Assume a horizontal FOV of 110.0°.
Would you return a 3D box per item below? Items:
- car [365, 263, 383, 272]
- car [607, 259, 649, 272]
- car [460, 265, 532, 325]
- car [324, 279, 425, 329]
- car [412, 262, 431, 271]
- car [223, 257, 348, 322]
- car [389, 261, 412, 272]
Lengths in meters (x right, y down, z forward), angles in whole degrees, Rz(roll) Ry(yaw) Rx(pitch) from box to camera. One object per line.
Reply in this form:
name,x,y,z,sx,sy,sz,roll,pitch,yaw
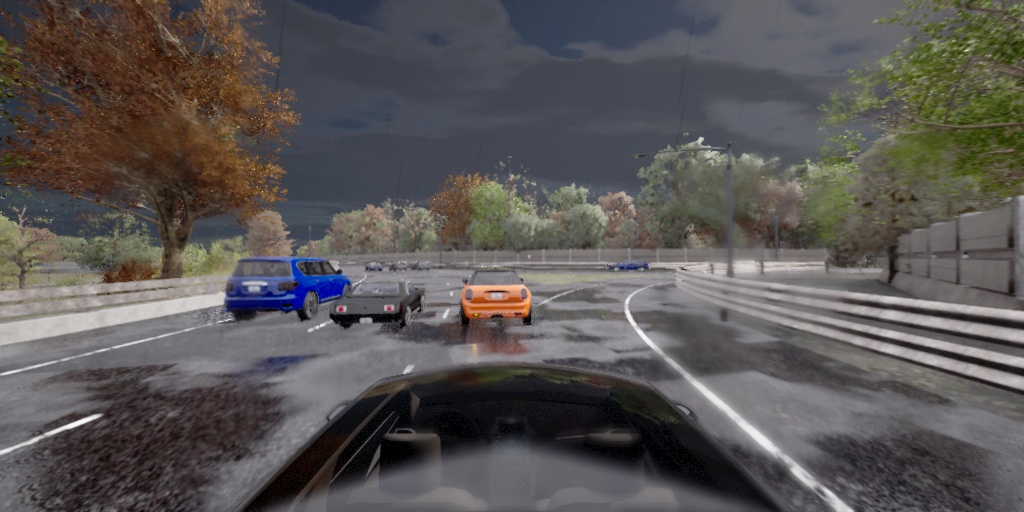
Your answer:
car,-20.477,1.691,53.036,1.895,1.301,4.718,0,0,-32
car,14.558,1.184,45.070,5.008,1.535,1.882,0,0,5
car,-0.626,1.156,12.241,2.097,1.767,4.553,0,0,-5
car,-4.021,1.417,11.587,1.895,1.301,4.718,0,0,-5
car,-14.354,1.628,56.431,2.033,1.411,5.357,0,0,-32
car,-7.655,1.059,12.935,2.150,2.045,5.566,0,0,-6
car,-17.408,1.576,54.721,2.128,1.511,4.902,0,0,-32
